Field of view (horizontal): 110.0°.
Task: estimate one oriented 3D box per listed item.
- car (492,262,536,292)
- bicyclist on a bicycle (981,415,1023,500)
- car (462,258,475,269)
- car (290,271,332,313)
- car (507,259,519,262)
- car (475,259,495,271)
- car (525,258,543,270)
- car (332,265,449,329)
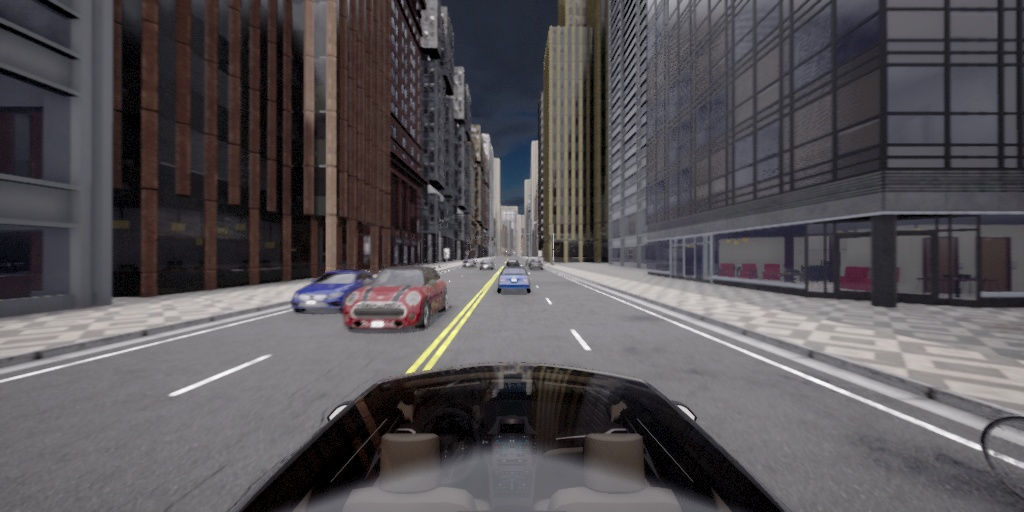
[{"bbox_3d":[0.106,1.296,21.299,2.033,1.411,5.357,0,0,0],"label":"car"},{"bbox_3d":[4.145,1.122,2.262,0.659,1.776,1.843,0,0,0],"label":"bicyclist on a bicycle"},{"bbox_3d":[-6.545,1.145,55.741,2.128,1.511,4.902,0,0,0],"label":"car"},{"bbox_3d":[-6.596,1.275,14.095,1.812,1.442,4.674,0,0,0],"label":"car"},{"bbox_3d":[0.113,1.164,48.502,1.882,1.535,5.008,0,0,0],"label":"car"},{"bbox_3d":[-3.321,1.178,48.023,2.128,1.511,4.902,0,0,0],"label":"car"},{"bbox_3d":[3.363,1.168,50.958,2.128,1.511,4.902,0,0,0],"label":"car"},{"bbox_3d":[-3.347,1.102,11.181,2.097,1.767,4.553,0,0,0],"label":"car"}]
